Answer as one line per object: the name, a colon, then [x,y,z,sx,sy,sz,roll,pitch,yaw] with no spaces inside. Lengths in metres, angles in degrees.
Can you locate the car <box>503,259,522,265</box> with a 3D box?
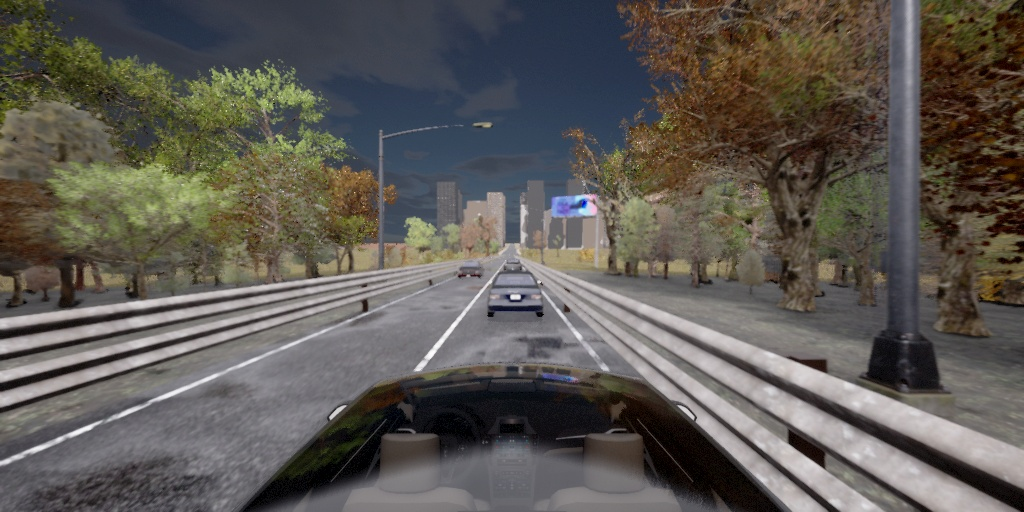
car: [0.094,1.027,36.849,2.128,1.511,4.902,0,0,0]

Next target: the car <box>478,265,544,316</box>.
car: [0.101,1.228,12.945,2.033,1.411,5.357,0,0,0]

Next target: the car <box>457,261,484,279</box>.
car: [-3.348,1.124,30.111,2.033,1.411,5.357,0,0,0]
